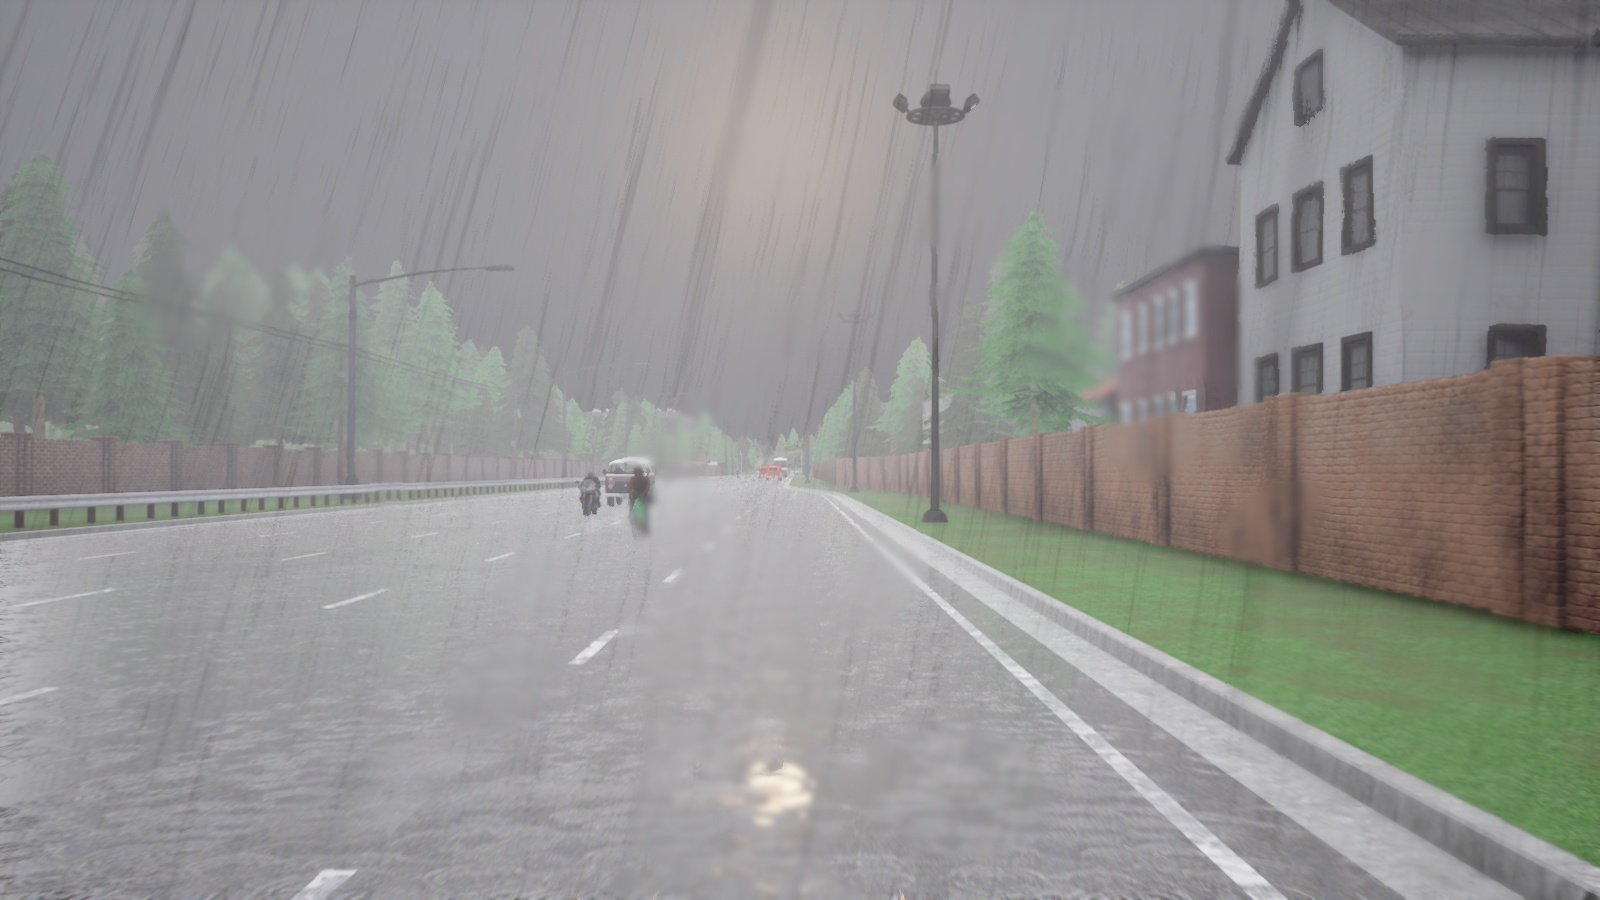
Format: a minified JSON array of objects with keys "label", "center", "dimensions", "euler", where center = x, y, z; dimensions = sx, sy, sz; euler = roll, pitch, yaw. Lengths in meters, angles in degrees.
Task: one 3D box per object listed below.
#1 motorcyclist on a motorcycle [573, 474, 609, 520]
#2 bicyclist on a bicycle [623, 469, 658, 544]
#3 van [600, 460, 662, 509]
[{"label":"motorcyclist on a motorcycle","center":[-7.142,1.587,42.994],"dimensions":[0.866,1.530,2.191],"euler":[0,-1,0]},{"label":"bicyclist on a bicycle","center":[-3.592,1.250,28.347],"dimensions":[0.582,1.620,1.656],"euler":[0,0,0]},{"label":"van","center":[-7.190,1.455,53.921],"dimensions":[2.069,2.038,4.480],"euler":[0,-1,0]}]
